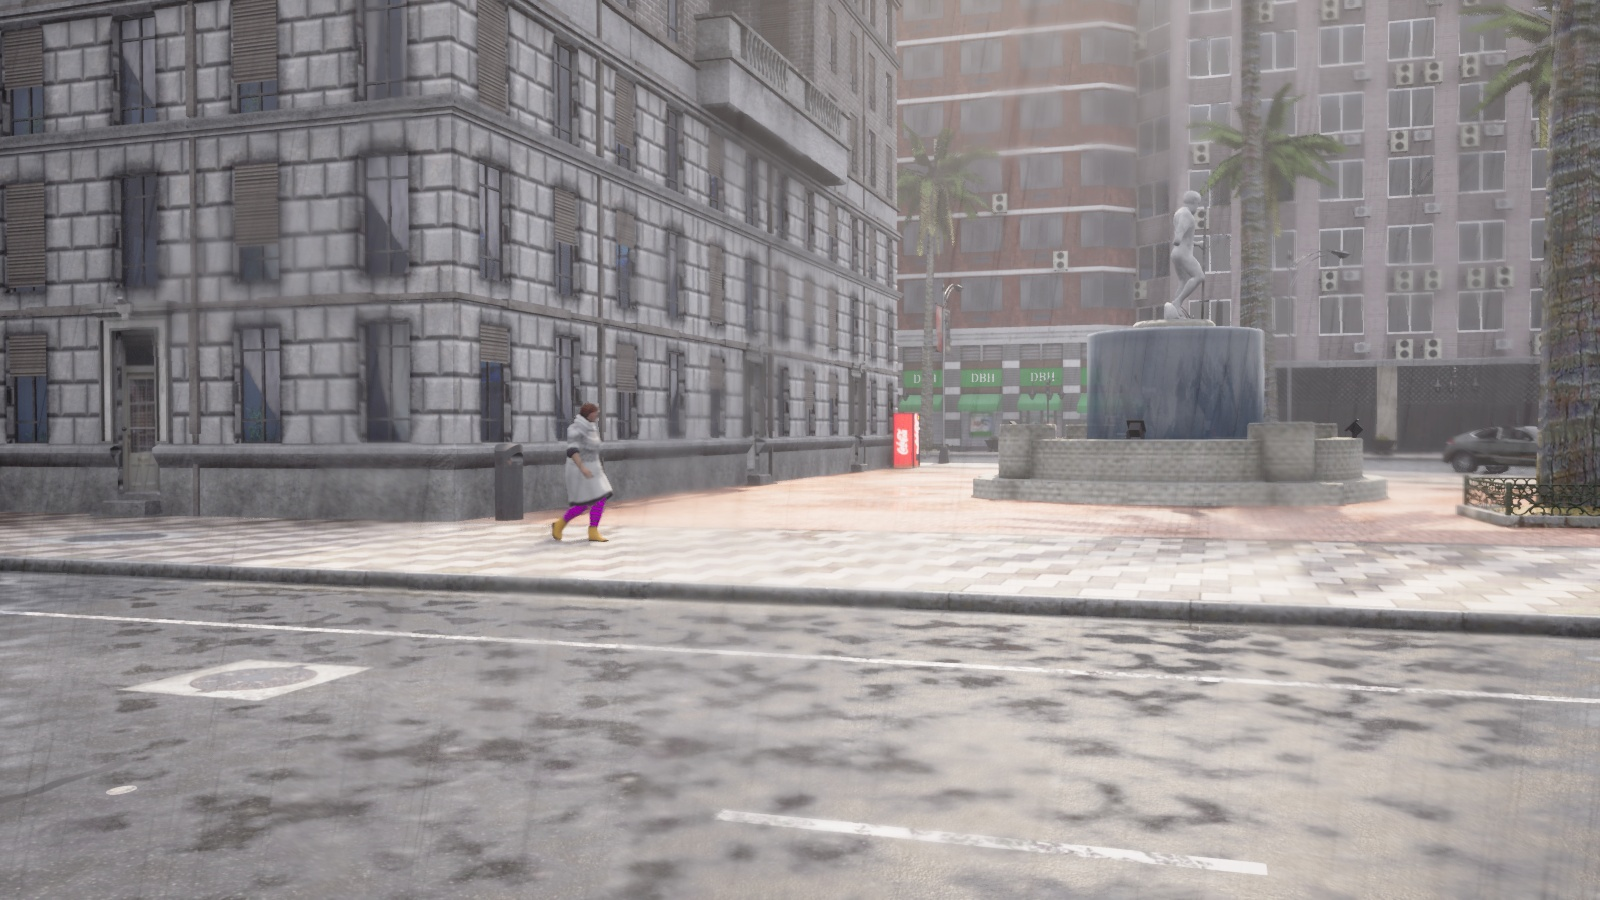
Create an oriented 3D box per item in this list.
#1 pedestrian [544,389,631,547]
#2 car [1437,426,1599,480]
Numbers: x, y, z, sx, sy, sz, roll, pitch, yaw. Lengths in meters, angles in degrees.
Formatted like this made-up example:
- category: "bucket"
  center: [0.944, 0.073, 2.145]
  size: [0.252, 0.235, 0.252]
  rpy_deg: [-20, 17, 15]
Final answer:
- category: "pedestrian"
  center: [-2.711, 0.216, 16.046]
  size: [0.873, 1.952, 0.659]
  rpy_deg: [1, 1, 24]
- category: "car"
  center: [23.802, 0.039, 40.952]
  size: [2.152, 1.651, 5.027]
  rpy_deg: [0, 1, -30]
